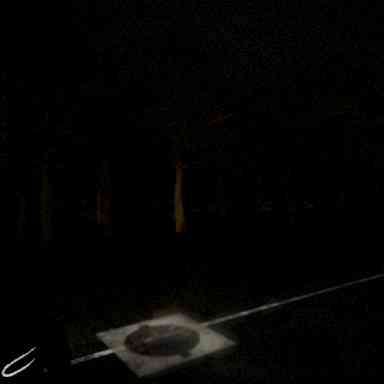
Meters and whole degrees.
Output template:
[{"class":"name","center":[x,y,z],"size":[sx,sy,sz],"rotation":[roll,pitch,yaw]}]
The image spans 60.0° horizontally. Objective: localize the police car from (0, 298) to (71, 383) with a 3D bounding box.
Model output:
[{"class":"police car","center":[-3.739,1.542,2.563],"size":[5.238,1.638,1.930],"rotation":[0,-1,-35]}]
